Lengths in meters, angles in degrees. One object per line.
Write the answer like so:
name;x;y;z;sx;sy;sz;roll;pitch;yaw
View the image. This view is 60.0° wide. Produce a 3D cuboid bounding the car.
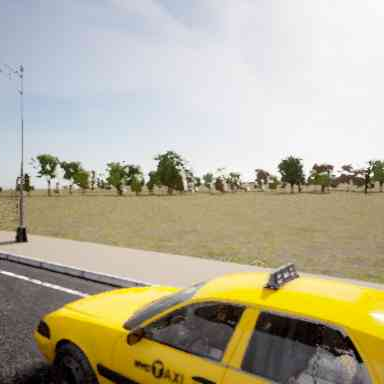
car;0.566;1.455;3.159;5.366;1.575;1.801;0;0;36
